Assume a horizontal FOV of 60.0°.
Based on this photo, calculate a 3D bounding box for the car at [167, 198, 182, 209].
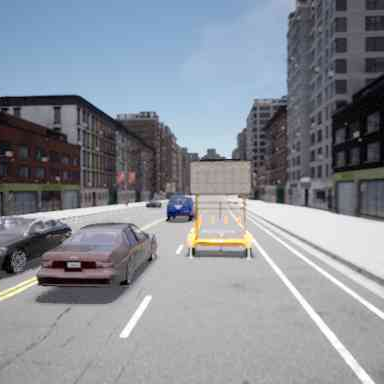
[{"bbox_3d":[-2.710,1.821,52.730,1.882,1.535,5.008,0,0,4],"label":"car"}]

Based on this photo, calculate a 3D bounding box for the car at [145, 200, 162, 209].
[{"bbox_3d":[-6.008,1.951,52.202,1.895,1.301,4.718,0,0,4],"label":"car"}]

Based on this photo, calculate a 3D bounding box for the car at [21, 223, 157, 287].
[{"bbox_3d":[-2.311,1.603,9.529,2.033,1.411,5.357,0,0,4],"label":"car"}]

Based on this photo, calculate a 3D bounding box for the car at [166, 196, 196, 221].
[{"bbox_3d":[-0.912,1.389,29.373,2.150,2.045,5.566,0,0,4],"label":"car"}]

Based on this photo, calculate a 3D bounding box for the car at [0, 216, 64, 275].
[{"bbox_3d":[-5.670,1.567,10.899,2.128,1.511,4.902,0,0,4],"label":"car"}]

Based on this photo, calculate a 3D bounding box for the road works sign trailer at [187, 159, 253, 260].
[{"bbox_3d":[1.104,0.526,12.865,2.380,3.560,2.880,0,0,7],"label":"road works sign trailer"}]
